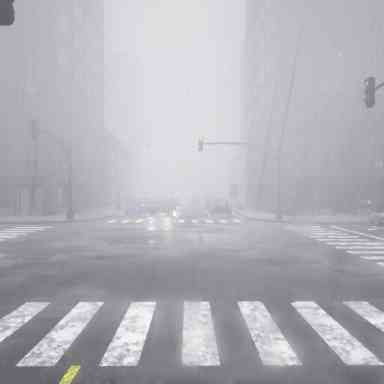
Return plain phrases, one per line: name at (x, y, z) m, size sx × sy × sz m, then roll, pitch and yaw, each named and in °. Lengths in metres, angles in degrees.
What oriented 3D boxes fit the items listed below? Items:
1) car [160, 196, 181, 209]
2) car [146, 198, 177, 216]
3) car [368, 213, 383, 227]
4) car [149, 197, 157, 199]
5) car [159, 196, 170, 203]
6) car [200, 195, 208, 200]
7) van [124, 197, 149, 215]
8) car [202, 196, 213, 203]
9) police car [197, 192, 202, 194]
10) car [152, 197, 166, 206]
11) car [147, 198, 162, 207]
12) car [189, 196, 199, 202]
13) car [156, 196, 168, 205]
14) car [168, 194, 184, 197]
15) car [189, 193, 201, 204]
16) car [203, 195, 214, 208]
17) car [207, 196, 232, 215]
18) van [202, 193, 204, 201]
car at (-2.873, 1.604, 43.120) m, size 1.895 × 1.301 × 4.718 m, roll 0°, pitch 0°, yaw 1°
car at (-2.927, 1.603, 33.136) m, size 1.895 × 1.301 × 4.718 m, roll 0°, pitch 0°, yaw 3°
car at (13.643, 1.615, 20.648) m, size 4.718 × 1.301 × 1.895 m, roll 0°, pitch 0°, yaw 0°
car at (-5.654, 1.443, 39.032) m, size 1.967 × 1.590 × 4.097 m, roll 0°, pitch 0°, yaw 0°
car at (-5.503, 1.566, 67.373) m, size 1.947 × 1.339 × 4.313 m, roll 0°, pitch 0°, yaw 0°
car at (3.144, 1.558, 90.012) m, size 1.947 × 1.339 × 4.313 m, roll 0°, pitch 0°, yaw 0°
van at (-5.685, 1.343, 33.363) m, size 1.690 × 1.788 × 3.998 m, roll 0°, pitch 0°, yaw 0°
car at (3.023, 1.551, 67.335) m, size 2.008 × 1.369 × 4.403 m, roll 0°, pitch 0°, yaw 0°
police car at (2.786, 1.421, 79.426) m, size 1.930 × 1.638 × 5.238 m, roll 0°, pitch 0°, yaw 0°
car at (-5.564, 1.568, 56.037) m, size 1.947 × 1.339 × 4.313 m, roll 0°, pitch 0°, yaw 0°
car at (-5.594, 1.585, 50.368) m, size 1.802 × 1.307 × 4.206 m, roll 0°, pitch 0°, yaw 0°
car at (0.397, 1.539, 74.170) m, size 2.033 × 1.411 × 5.357 m, roll 0°, pitch 0°, yaw 0°
car at (-5.534, 1.527, 61.534) m, size 1.752 × 1.417 × 4.829 m, roll 0°, pitch 0°, yaw 0°
car at (-2.808, 1.550, 53.810) m, size 2.033 × 1.411 × 5.357 m, roll 0°, pitch 0°, yaw 1°
car at (0.438, 1.506, 63.852) m, size 1.837 × 1.490 × 4.892 m, roll 0°, pitch 0°, yaw 0°
car at (2.902, 1.443, 44.658) m, size 1.967 × 1.590 × 4.097 m, roll 0°, pitch 0°, yaw 0°
car at (2.841, 1.442, 33.320) m, size 1.967 × 1.590 × 4.097 m, roll 0°, pitch 0°, yaw 0°
van at (2.962, 1.344, 55.997) m, size 1.690 × 1.788 × 3.998 m, roll 0°, pitch 0°, yaw 0°
